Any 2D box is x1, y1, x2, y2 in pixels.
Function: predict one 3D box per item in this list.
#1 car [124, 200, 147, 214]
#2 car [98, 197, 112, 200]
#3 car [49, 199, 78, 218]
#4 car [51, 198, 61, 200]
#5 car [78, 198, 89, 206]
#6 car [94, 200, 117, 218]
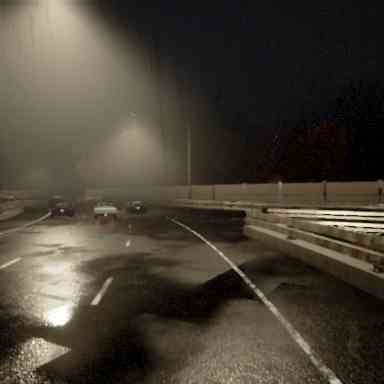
[{"bbox_3d":[-6.179,1.604,36.059,1.994,1.385,4.181,0,0,-18],"label":"car"},{"bbox_3d":[-14.013,1.592,53.879,1.837,1.490,4.892,1,0,-28],"label":"car"},{"bbox_3d":[-12.207,1.638,31.637,1.994,1.385,4.181,0,0,-18],"label":"car"},{"bbox_3d":[-21.826,1.657,53.454,1.812,1.442,4.674,0,0,-31],"label":"car"},{"bbox_3d":[-18.503,1.713,54.821,1.895,1.301,4.718,0,0,-30],"label":"car"},{"bbox_3d":[-8.047,1.651,30.673,1.895,1.301,4.718,0,0,-16],"label":"car"}]
